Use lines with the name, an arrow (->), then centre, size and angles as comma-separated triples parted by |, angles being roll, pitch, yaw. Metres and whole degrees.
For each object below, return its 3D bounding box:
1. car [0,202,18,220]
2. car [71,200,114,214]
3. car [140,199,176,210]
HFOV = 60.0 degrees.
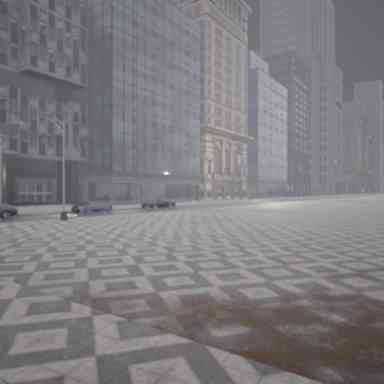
car -> -15.783, 1.423, 25.322 | 1.812, 1.442, 4.674 | 0, 0, 37
car -> -9.971, 1.457, 33.436 | 1.994, 1.385, 4.181 | 0, 0, 37
car -> -4.186, 1.481, 41.536 | 1.895, 1.301, 4.718 | 0, 0, 36
